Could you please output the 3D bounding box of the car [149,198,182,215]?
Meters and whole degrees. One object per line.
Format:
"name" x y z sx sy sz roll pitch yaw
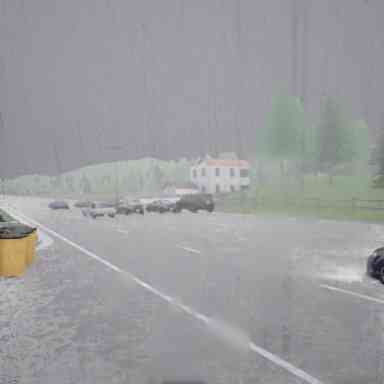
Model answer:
"car" -3.232 1.547 34.663 1.812 1.442 4.674 -1 0 -32

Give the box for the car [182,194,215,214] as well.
"car" 0.188 1.211 35.818 2.150 2.045 5.566 -1 0 -32

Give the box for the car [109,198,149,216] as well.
"car" -6.282 1.575 32.940 1.812 1.442 4.674 -1 0 -32

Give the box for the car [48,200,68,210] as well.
"car" -18.488 1.722 45.907 1.994 1.385 4.181 -1 0 -32

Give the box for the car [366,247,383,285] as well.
"car" 5.930 1.506 6.808 1.994 1.385 4.181 -1 0 -32

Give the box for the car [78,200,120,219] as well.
"car" -8.440 1.670 29.820 1.895 1.301 4.718 -1 0 -32

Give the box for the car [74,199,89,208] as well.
"car" -15.468 1.694 47.679 1.994 1.385 4.181 -1 0 -32
